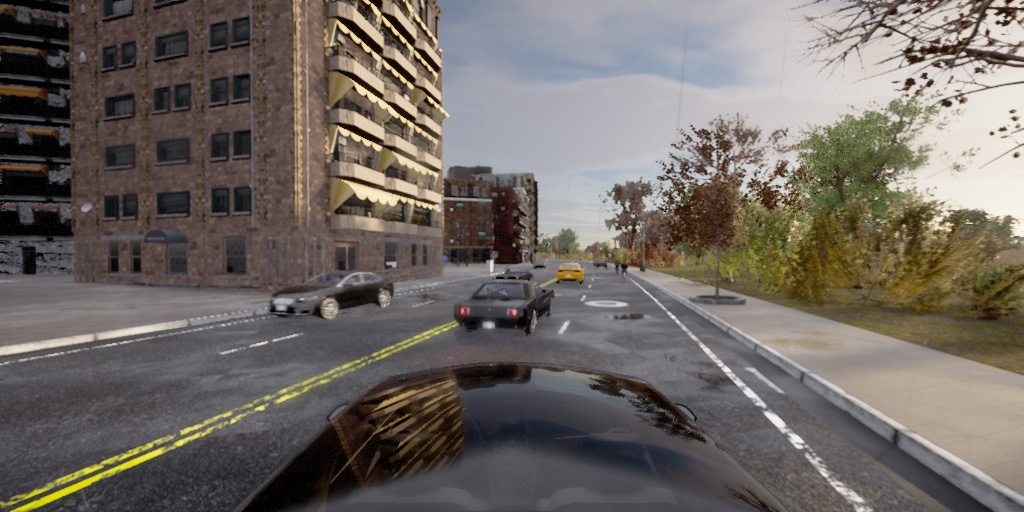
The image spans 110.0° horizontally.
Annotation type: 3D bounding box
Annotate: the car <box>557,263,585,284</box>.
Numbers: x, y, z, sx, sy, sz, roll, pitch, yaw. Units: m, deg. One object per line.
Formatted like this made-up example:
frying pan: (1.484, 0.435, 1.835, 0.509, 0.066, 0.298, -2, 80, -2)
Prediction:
car: (4.707, 1.302, 28.330, 1.882, 1.535, 5.008, 0, 0, 14)

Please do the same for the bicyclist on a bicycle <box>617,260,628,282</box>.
bicyclist on a bicycle: (8.944, 1.184, 28.591, 0.659, 1.776, 1.843, 0, 0, 14)

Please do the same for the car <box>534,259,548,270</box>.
car: (4.587, 1.277, 57.188, 2.097, 1.767, 4.553, 0, 0, 9)

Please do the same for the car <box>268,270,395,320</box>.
car: (-6.252, 1.294, 13.088, 2.128, 1.511, 4.902, 0, 0, 16)

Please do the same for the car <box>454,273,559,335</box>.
car: (0.055, 1.380, 10.792, 1.895, 1.301, 4.718, 0, 0, 16)

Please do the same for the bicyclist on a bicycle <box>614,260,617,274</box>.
bicyclist on a bicycle: (11.539, 1.293, 39.341, 0.582, 1.620, 1.656, 0, 0, 13)

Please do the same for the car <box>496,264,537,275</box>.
car: (0.148, 1.425, 24.356, 1.895, 1.301, 4.718, 0, 0, 15)
